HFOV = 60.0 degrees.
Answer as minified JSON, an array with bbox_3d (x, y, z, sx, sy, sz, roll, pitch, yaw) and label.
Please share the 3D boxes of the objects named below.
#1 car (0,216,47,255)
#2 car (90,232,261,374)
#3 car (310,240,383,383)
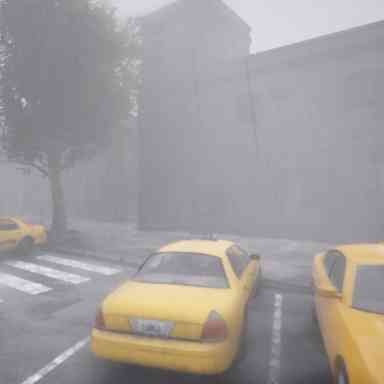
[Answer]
[{"bbox_3d":[-7.205,1.482,11.028,1.946,1.575,5.366,1,-1,16],"label":"car"},{"bbox_3d":[0.230,1.508,6.149,1.946,1.575,5.366,0,-1,16],"label":"car"},{"bbox_3d":[2.639,1.488,4.242,2.097,1.535,5.008,0,-1,15],"label":"car"}]
